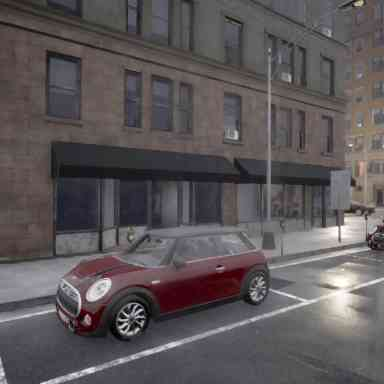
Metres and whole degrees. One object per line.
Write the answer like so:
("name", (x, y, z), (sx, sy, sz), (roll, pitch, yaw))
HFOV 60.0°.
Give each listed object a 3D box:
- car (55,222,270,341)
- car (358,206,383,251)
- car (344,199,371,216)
("car", (-0.429, 1.441, 6.441), (4.097, 1.590, 1.967), (0, 0, -35))
("car", (8.530, 1.445, 12.801), (4.097, 1.590, 1.967), (0, 0, -35))
("car", (14.742, 1.404, 31.710), (1.882, 1.535, 5.008), (1, 0, -37))
